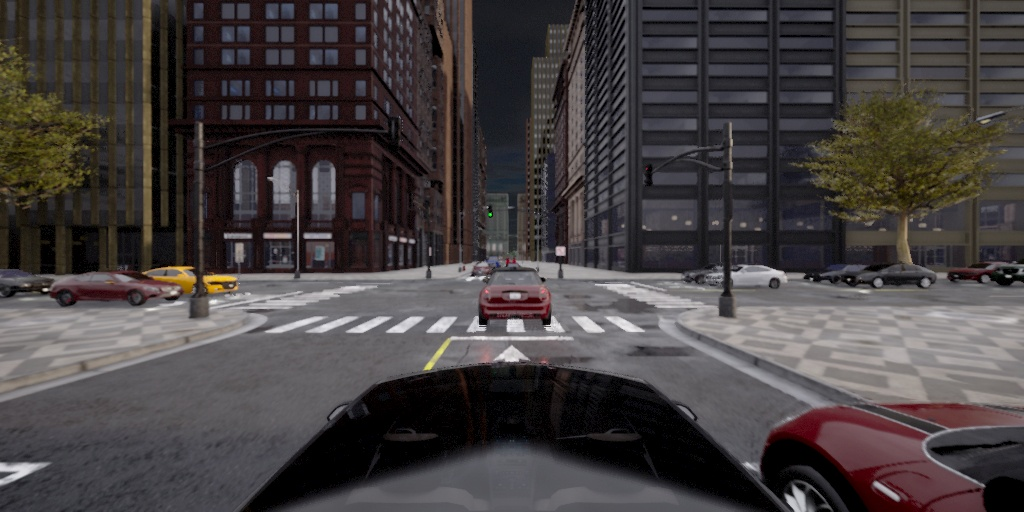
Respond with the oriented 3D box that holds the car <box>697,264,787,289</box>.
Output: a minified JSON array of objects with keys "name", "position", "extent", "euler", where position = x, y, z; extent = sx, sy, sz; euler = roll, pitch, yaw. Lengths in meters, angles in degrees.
[{"name":"car","position":[14.633,1.271,22.592],"extent":[4.674,1.442,1.812],"euler":[0,0,1]}]

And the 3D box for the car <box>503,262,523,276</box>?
[{"name":"car","position":[0.091,1.403,38.779],"extent":[1.994,1.385,4.181],"euler":[0,0,0]}]

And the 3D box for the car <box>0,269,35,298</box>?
[{"name":"car","position":[-27.304,1.410,19.002],"extent":[5.357,1.411,2.033],"euler":[0,0,0]}]

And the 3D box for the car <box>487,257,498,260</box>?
[{"name":"car","position":[-3.100,1.114,56.621],"extent":[2.150,2.045,5.566],"euler":[0,0,0]}]

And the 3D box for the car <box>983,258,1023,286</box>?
[{"name":"car","position":[34.085,0.926,22.640],"extent":[5.566,2.045,2.150],"euler":[0,0,0]}]

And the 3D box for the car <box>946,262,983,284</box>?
[{"name":"car","position":[34.556,1.171,25.889],"extent":[5.008,1.535,1.882],"euler":[0,0,0]}]

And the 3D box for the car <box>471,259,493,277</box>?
[{"name":"car","position":[-3.107,1.361,37.420],"extent":[1.812,1.442,4.674],"euler":[0,0,0]}]

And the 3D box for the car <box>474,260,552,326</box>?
[{"name":"car","position":[0.090,1.140,11.941],"extent":[2.097,1.767,4.553],"euler":[0,-1,0]}]

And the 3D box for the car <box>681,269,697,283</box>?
[{"name":"car","position":[14.664,1.262,25.835],"extent":[4.674,1.442,1.812],"euler":[0,0,0]}]

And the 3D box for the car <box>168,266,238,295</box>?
[{"name":"car","position":[-17.361,1.313,19.027],"extent":[5.008,1.535,1.882],"euler":[0,0,1]}]

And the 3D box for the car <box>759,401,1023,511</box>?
[{"name":"car","position":[2.763,1.188,0.963],"extent":[1.967,1.591,4.097],"euler":[0,0,0]}]

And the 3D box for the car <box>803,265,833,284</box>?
[{"name":"car","position":[24.254,1.263,25.868],"extent":[5.357,1.411,2.033],"euler":[0,0,0]}]

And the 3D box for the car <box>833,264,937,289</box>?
[{"name":"car","position":[23.657,1.231,22.612],"extent":[4.892,1.490,1.837],"euler":[0,0,0]}]

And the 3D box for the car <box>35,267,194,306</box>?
[{"name":"car","position":[-17.282,1.370,15.782],"extent":[4.674,1.442,1.812],"euler":[0,0,-2]}]
